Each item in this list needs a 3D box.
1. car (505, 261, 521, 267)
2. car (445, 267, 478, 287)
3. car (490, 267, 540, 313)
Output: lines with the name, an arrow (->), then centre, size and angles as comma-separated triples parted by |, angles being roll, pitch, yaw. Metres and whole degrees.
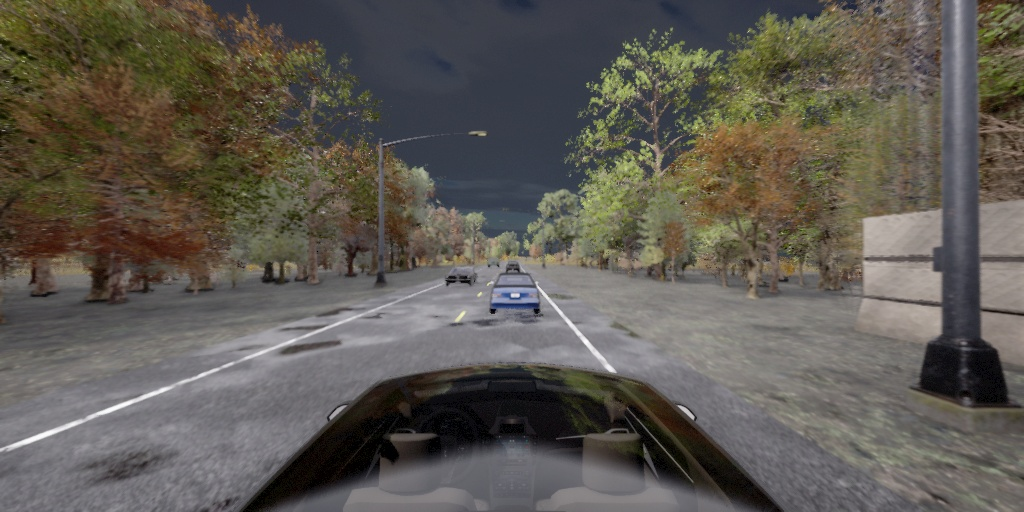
car -> 0.126, 1.454, 48.035 | 1.837, 1.490, 4.892 | 0, 0, 0
car -> -3.585, 1.460, 25.926 | 1.895, 1.301, 4.718 | 0, 0, 0
car -> 0.106, 1.358, 14.342 | 2.033, 1.411, 5.357 | 0, 0, 0
